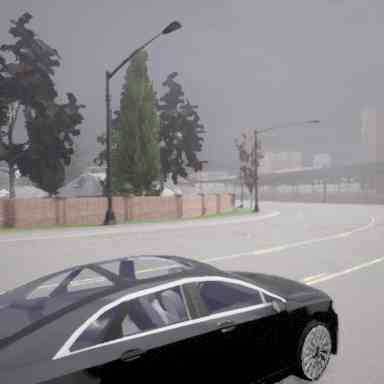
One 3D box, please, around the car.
[{"bbox_3d":[-0.230,1.511,3.801,4.902,1.511,2.128,0,0,-37],"label":"car"}]
